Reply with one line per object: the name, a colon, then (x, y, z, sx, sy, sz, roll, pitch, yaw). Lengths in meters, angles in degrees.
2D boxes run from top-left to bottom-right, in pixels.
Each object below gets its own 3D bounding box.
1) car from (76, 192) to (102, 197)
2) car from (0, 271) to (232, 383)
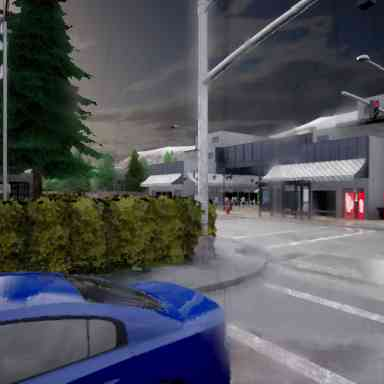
car: (-11.401, 1.043, 36.690, 2.150, 2.045, 5.566, 0, 0, -35)
car: (-1.949, 1.478, 2.455, 5.008, 1.535, 1.882, 0, 0, -36)
